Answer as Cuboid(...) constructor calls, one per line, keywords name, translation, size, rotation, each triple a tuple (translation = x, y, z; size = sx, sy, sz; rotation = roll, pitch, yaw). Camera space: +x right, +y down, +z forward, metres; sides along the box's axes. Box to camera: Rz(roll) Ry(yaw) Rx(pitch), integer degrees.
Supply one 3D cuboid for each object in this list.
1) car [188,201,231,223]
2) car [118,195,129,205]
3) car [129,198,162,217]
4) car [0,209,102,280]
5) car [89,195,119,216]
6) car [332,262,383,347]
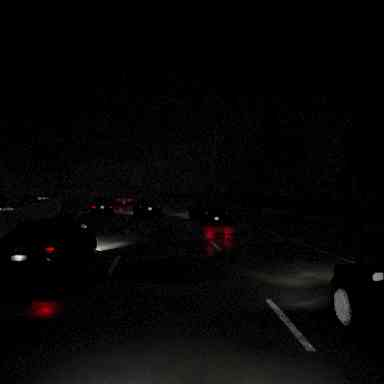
Cuboid(name="car", translation=(1.014, 1.266, 22.278), size=(1.895, 1.301, 4.718), rotation=(0, 1, -12))
Cuboid(name="car", translation=(-9.087, 0.981, 42.554), size=(1.895, 1.301, 4.718), rotation=(0, 1, -21))
Cuboid(name="car", translation=(-3.590, 1.175, 26.293), size=(1.994, 1.385, 4.181), rotation=(0, 1, -15))
Cuboid(name="car", translation=(-4.073, 1.427, 9.509), size=(1.994, 1.385, 4.181), rotation=(0, 1, -5))
Cuboid(name="car", translation=(-7.402, 1.152, 27.266), size=(2.033, 1.411, 5.357), rotation=(0, 1, -16))
Cuboid(name="car", translation=(3.346, 1.416, 3.651), size=(1.882, 1.535, 5.008), rotation=(0, 1, -2))
